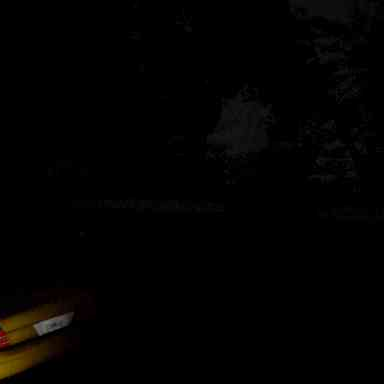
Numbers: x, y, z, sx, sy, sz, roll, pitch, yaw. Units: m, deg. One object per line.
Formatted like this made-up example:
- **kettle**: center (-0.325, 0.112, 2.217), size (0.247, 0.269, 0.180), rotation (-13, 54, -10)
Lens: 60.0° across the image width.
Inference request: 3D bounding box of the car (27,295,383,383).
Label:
- **car**: center (1.175, 1.566, 1.883), size (4.313, 1.339, 1.947), rotation (1, 0, 36)

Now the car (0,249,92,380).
- **car**: center (-3.475, 1.475, 5.205), size (4.829, 1.417, 1.752), rotation (1, 0, 36)
